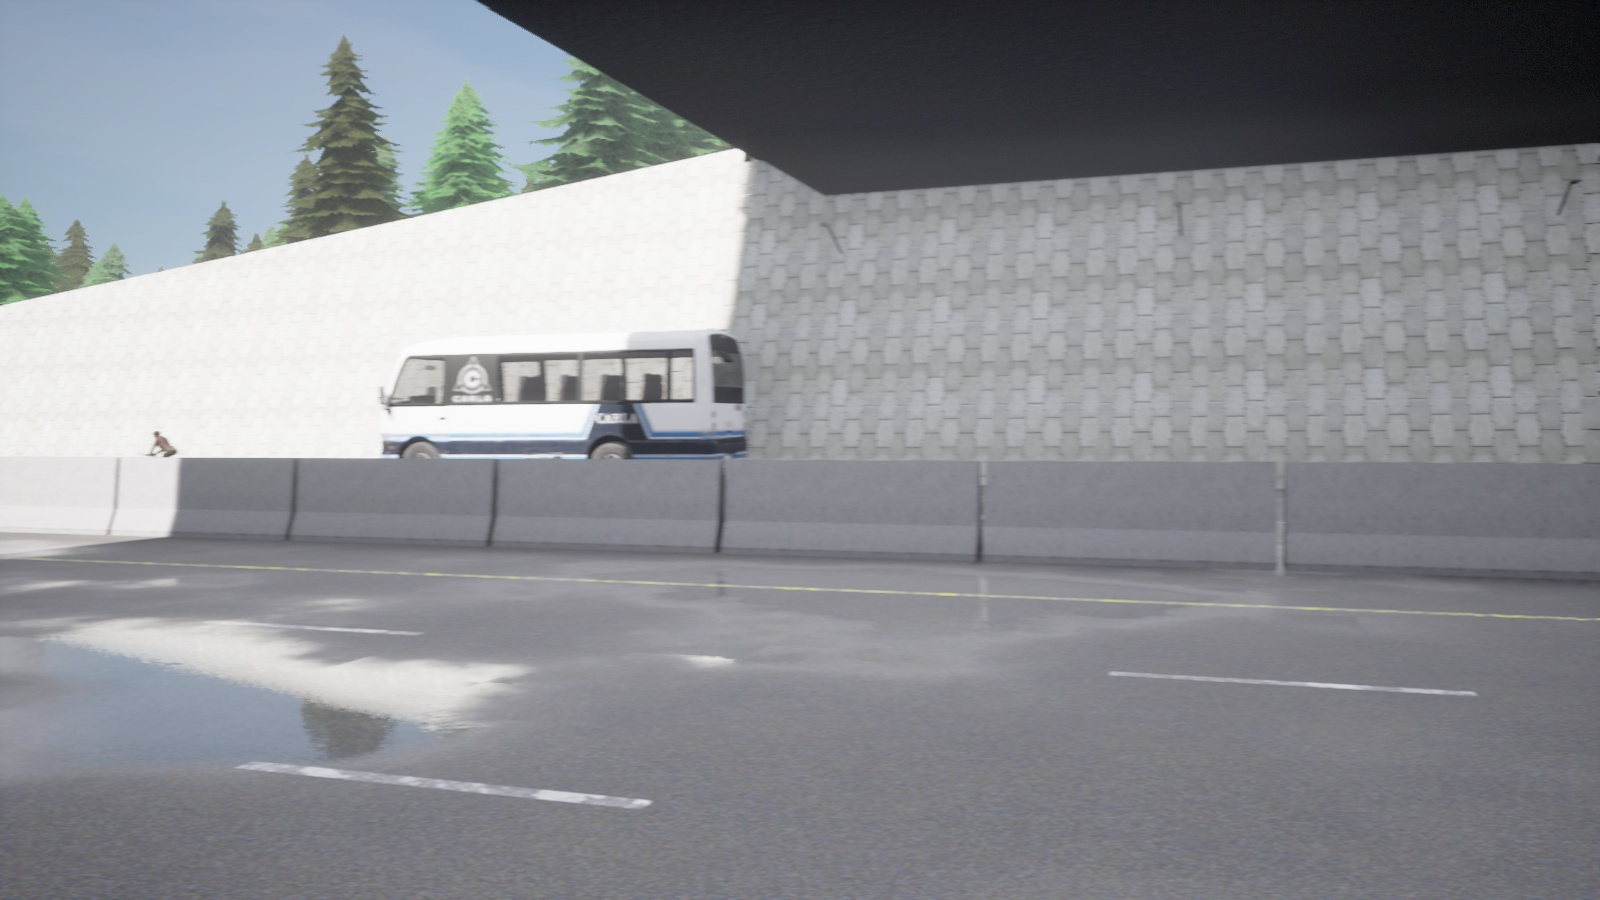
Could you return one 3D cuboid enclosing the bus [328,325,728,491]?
[{"bbox_3d":[-7.539,-1.145,35.270,10.273,4.253,3.944,0,2,15],"label":"bus"}]
